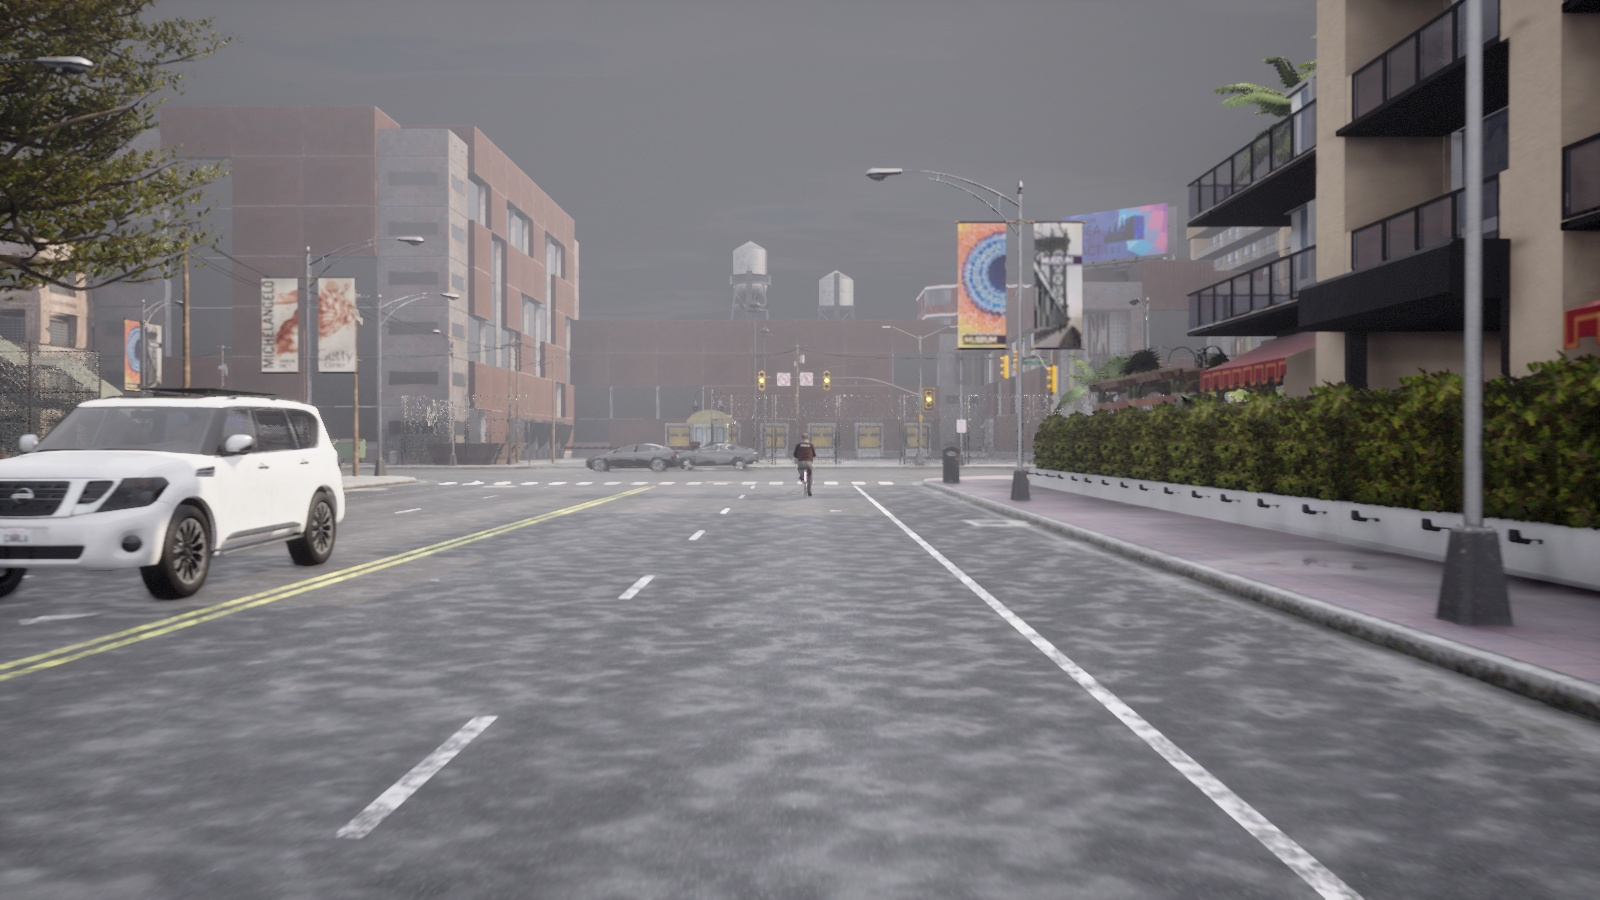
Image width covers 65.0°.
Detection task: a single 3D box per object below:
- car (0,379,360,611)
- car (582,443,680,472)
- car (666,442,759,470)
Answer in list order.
[{"bbox_3d":[-6.929,0.383,13.851,2.150,2.045,5.566,0,0,1],"label":"car"},{"bbox_3d":[-8.728,0.377,65.061,4.792,1.488,2.163,0,0,1],"label":"car"},{"bbox_3d":[-4.740,0.317,68.515,4.902,1.511,2.128,0,0,0],"label":"car"}]
